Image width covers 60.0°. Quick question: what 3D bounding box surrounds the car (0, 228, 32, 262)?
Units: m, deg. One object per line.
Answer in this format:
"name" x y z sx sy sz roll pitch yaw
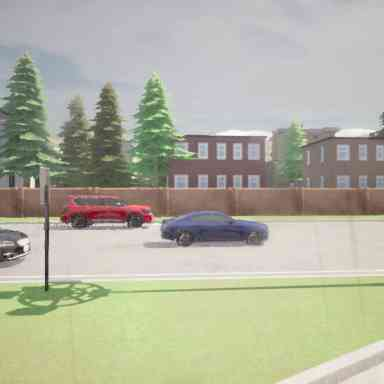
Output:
"car" -7.616 1.491 10.220 4.902 1.511 2.128 0 0 -4

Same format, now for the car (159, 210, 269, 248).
"car" 0.941 1.526 14.354 4.674 1.442 1.812 0 0 -4

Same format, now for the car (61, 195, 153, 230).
"car" -5.255 1.223 20.920 5.566 2.045 2.150 0 0 -4
